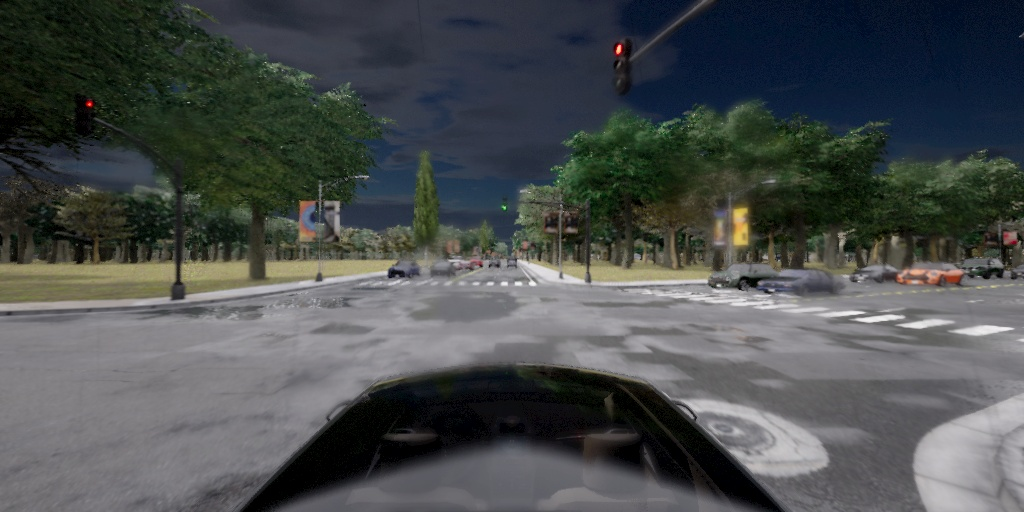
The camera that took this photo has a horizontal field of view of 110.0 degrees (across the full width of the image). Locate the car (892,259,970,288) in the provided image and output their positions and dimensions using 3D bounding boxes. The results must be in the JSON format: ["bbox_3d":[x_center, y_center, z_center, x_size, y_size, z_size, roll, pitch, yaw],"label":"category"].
[{"bbox_3d":[29.800,1.262,25.525,4.553,1.767,2.097,0,-1,-23],"label":"car"}]

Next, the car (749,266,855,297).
[{"bbox_3d":[15.915,1.401,19.649,5.357,1.411,2.033,0,0,-23],"label":"car"}]

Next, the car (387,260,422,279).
[{"bbox_3d":[-9.822,1.146,32.987,2.097,1.767,4.553,0,0,0],"label":"car"}]

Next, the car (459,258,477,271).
[{"bbox_3d":[-6.523,1.355,51.182,1.812,1.442,4.674,0,0,1],"label":"car"}]

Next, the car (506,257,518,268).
[{"bbox_3d":[0.020,1.415,63.653,2.033,1.411,5.357,0,0,0],"label":"car"}]

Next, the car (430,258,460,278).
[{"bbox_3d":[-6.566,1.276,34.771,1.882,1.535,5.008,0,0,0],"label":"car"}]

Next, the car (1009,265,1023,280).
[{"bbox_3d":[48.521,1.517,33.364,4.892,1.490,1.837,1,-1,-23],"label":"car"}]

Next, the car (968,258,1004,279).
[{"bbox_3d":[47.376,1.245,36.408,5.566,2.045,2.150,0,0,-23],"label":"car"}]

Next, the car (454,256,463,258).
[{"bbox_3d":[-9.743,1.072,63.296,2.150,2.045,5.566,0,1,1],"label":"car"}]

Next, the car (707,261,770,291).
[{"bbox_3d":[14.630,1.226,22.644,4.553,1.767,2.097,0,-1,-23],"label":"car"}]

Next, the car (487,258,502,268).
[{"bbox_3d":[-3.230,1.392,64.071,1.812,1.442,4.674,0,0,0],"label":"car"}]

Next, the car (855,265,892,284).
[{"bbox_3d":[29.376,1.457,28.870,4.674,1.442,1.812,0,0,-23],"label":"car"}]
